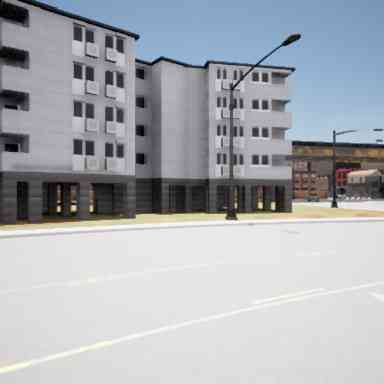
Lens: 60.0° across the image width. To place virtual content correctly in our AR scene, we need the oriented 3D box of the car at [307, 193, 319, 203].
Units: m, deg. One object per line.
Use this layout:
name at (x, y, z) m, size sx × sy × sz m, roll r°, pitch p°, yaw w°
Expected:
car at (25.599, 1.220, 70.446) m, size 2.150 × 2.045 × 5.566 m, roll 0°, pitch 0°, yaw 18°
